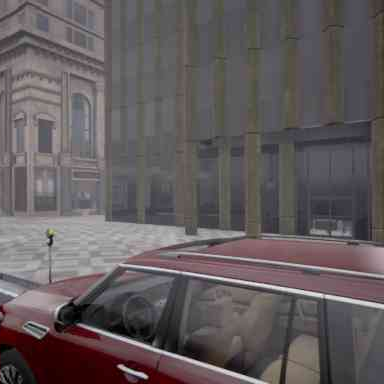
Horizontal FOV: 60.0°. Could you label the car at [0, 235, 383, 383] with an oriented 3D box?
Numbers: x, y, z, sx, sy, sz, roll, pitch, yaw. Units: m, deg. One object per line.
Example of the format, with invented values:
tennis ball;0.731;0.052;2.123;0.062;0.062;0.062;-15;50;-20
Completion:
car;0.269;1.316;2.782;5.009;1.841;2.192;0;0;36
